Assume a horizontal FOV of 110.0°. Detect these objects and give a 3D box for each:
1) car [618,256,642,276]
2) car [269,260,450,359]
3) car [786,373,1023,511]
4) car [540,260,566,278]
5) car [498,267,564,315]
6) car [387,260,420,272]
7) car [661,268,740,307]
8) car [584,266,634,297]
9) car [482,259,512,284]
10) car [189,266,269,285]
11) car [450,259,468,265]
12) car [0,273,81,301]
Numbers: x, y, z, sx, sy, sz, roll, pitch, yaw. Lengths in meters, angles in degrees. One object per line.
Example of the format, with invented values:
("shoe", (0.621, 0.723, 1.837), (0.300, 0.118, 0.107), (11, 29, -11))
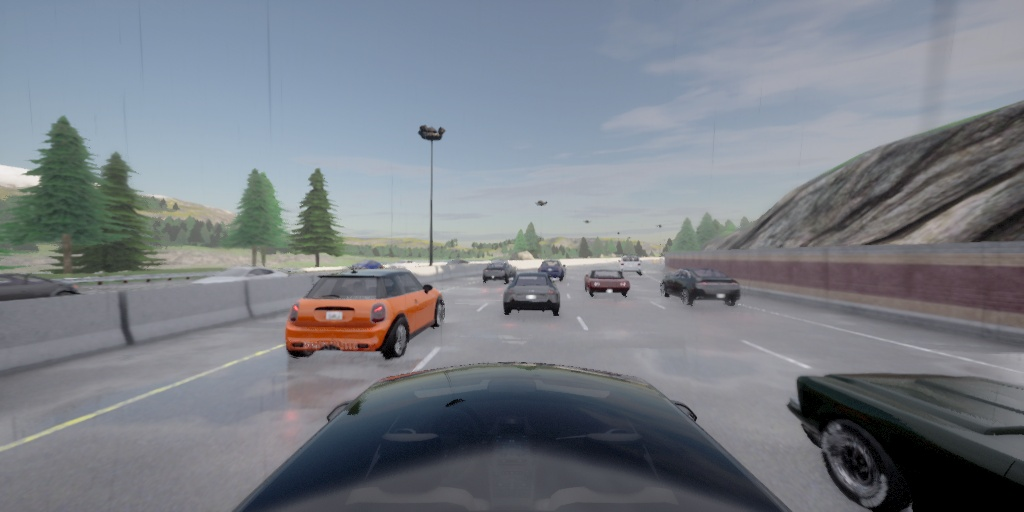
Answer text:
("car", (12.723, 1.007, 38.623), (2.150, 2.045, 5.566), (0, 0, 17))
("car", (-3.094, 1.092, 8.572), (2.097, 1.767, 4.553), (0, 0, 3))
("car", (3.649, 1.362, 1.374), (1.895, 1.301, 4.718), (0, 0, 0))
("car", (3.486, 1.111, 30.724), (2.097, 1.767, 4.553), (0, 0, 12))
("car", (0.799, 1.316, 13.754), (1.994, 1.385, 4.181), (0, 0, 5))
("car", (-14.153, 1.231, 46.965), (1.812, 1.442, 4.674), (0, 0, 17))
("car", (8.034, 1.265, 15.734), (2.128, 1.511, 4.902), (0, 0, 6))
("car", (4.905, 1.364, 19.136), (1.895, 1.301, 4.718), (0, 0, 8))
("car", (-0.859, 1.237, 26.963), (2.128, 1.511, 4.902), (0, 0, 10))
("car", (-13.076, 1.236, 17.503), (1.812, 1.442, 4.674), (0, 0, 6))
("car", (-8.239, 1.228, 53.621), (1.837, 1.490, 4.892), (0, 0, 20))
("car", (-17.114, 1.263, 11.568), (1.994, 1.385, 4.181), (0, 0, 4))
